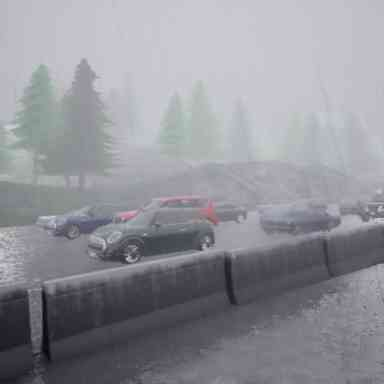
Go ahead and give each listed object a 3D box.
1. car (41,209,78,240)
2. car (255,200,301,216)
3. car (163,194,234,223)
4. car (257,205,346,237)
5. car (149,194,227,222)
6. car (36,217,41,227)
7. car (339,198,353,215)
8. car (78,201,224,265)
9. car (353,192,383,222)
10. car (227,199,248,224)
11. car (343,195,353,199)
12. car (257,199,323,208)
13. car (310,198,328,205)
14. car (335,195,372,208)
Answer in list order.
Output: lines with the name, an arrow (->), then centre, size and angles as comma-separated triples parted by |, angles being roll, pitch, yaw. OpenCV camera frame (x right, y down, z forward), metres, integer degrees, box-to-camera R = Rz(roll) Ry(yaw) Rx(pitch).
car -> -5.242, 1.419, 17.754 | 4.553, 1.767, 2.097 | -1, 0, -38
car -> 8.538, 1.485, 32.734 | 4.718, 1.301, 1.895 | -1, 0, -37
car -> 0.632, 1.228, 26.702 | 5.566, 2.045, 2.150 | -1, 0, -37
car -> 5.765, 1.550, 17.397 | 4.718, 1.301, 1.895 | -1, 0, -37
car -> -1.193, 1.245, 16.467 | 5.566, 2.045, 2.150 | -1, 0, -38
car -> -7.065, 1.688, 20.770 | 4.718, 1.301, 1.895 | -1, 0, -38
car -> 14.604, 1.403, 28.557 | 4.718, 1.301, 1.895 | -1, 0, -37
car -> -1.360, 1.376, 11.906 | 4.553, 1.767, 2.097 | -1, 0, -38
car -> 14.217, 1.047, 23.856 | 5.566, 2.045, 2.150 | -1, 0, -38
car -> 1.771, 1.498, 23.158 | 4.892, 1.490, 1.837 | -1, 0, -37
car -> 18.407, 1.248, 35.837 | 5.357, 1.411, 2.033 | -1, 0, -37
car -> 6.551, 1.465, 22.401 | 4.674, 1.442, 1.812 | -1, 0, -38
car -> 10.079, 1.349, 29.508 | 5.008, 1.535, 1.882 | -1, 0, -37
car -> 20.290, 1.122, 41.627 | 4.902, 1.511, 2.128 | -1, 0, -37
